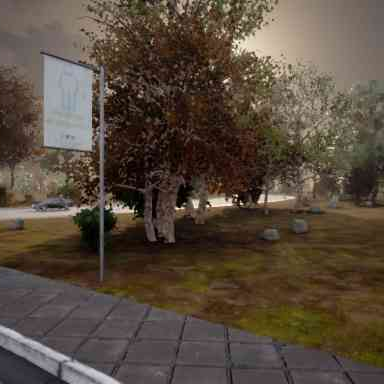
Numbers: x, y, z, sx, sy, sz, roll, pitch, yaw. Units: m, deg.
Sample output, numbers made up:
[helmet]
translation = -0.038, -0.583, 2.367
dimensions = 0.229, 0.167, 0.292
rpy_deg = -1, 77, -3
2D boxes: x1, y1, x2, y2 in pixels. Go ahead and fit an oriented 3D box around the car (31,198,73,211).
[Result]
[car]
translation = -16.691, 1.480, 39.878
dimensions = 2.128, 1.511, 4.902
rpy_deg = 0, 0, 38
